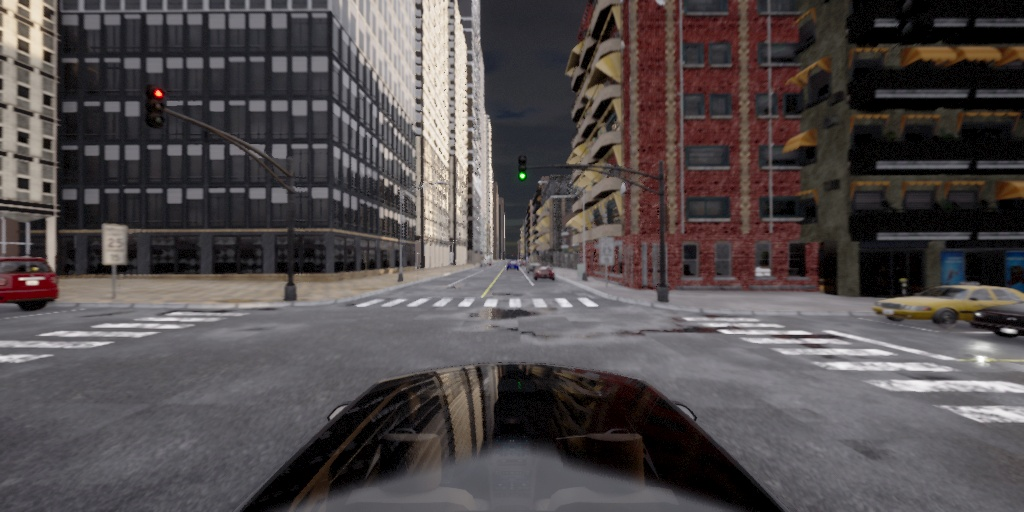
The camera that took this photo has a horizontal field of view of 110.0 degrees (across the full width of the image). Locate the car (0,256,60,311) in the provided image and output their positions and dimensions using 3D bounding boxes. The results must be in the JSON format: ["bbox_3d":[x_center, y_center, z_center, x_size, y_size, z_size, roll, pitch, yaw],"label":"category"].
[{"bbox_3d":[-17.707,0.907,11.401,5.009,1.841,2.192,0,0,0],"label":"car"}]

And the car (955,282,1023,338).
[{"bbox_3d":[15.235,1.541,9.093,5.357,1.411,2.033,1,0,0],"label":"car"}]

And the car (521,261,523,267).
[{"bbox_3d":[2.701,1.484,49.942,2.007,1.370,4.403,0,0,0],"label":"car"}]

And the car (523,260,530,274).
[{"bbox_3d":[2.699,1.459,44.294,2.007,1.370,4.403,0,0,0],"label":"car"}]

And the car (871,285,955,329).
[{"bbox_3d":[14.636,1.531,11.677,4.829,1.417,1.751,0,0,0],"label":"car"}]

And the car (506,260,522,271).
[{"bbox_3d":[0.106,1.448,54.729,1.882,1.535,5.008,0,0,0],"label":"car"}]

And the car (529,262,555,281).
[{"bbox_3d":[2.748,1.432,31.377,1.802,1.307,4.207,0,0,0],"label":"car"}]
